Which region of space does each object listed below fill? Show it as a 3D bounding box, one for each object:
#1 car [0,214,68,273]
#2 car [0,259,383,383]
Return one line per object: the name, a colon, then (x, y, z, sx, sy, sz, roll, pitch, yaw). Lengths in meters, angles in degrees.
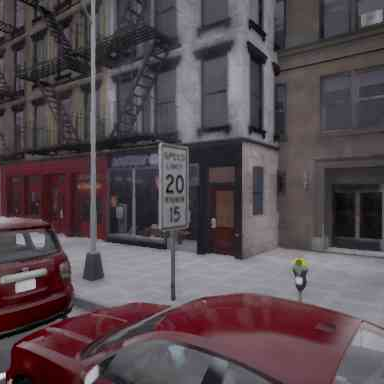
car: (-4.125, 1.314, 5.752, 5.009, 1.841, 2.192, 0, 0, 36)
car: (0.279, 1.543, 2.611, 4.507, 1.381, 1.887, 0, 0, 36)
